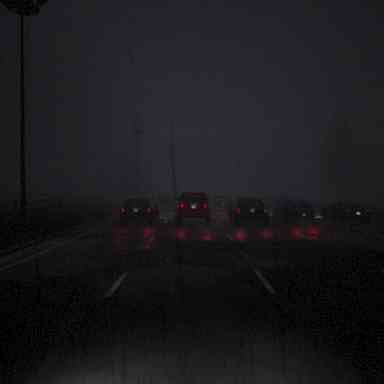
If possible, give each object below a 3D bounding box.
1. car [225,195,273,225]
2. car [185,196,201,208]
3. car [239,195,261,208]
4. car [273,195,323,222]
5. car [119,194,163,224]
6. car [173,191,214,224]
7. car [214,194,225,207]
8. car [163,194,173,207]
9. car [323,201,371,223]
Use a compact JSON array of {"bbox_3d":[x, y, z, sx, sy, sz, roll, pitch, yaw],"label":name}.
[{"bbox_3d":[3.595,1.113,21.876,2.097,1.767,4.553,0,1,0],"label":"car"},{"bbox_3d":[0.087,1.155,40.939,1.895,1.301,4.718,0,1,0],"label":"car"},{"bbox_3d":[7.085,1.114,41.294,1.994,1.385,4.181,0,1,0],"label":"car"},{"bbox_3d":[7.094,1.234,23.502,2.128,1.511,4.902,0,0,0],"label":"car"},{"bbox_3d":[-3.404,1.108,22.242,2.097,1.767,4.553,0,1,0],"label":"car"},{"bbox_3d":[0.094,0.972,22.711,2.150,2.045,5.566,0,0,0],"label":"car"},{"bbox_3d":[3.584,1.055,41.296,1.837,1.490,4.892,0,1,0],"label":"car"},{"bbox_3d":[-3.418,1.014,42.555,1.882,1.535,5.008,0,1,0],"label":"car"},{"bbox_3d":[10.595,1.311,23.180,1.994,1.385,4.181,0,1,0],"label":"car"}]
